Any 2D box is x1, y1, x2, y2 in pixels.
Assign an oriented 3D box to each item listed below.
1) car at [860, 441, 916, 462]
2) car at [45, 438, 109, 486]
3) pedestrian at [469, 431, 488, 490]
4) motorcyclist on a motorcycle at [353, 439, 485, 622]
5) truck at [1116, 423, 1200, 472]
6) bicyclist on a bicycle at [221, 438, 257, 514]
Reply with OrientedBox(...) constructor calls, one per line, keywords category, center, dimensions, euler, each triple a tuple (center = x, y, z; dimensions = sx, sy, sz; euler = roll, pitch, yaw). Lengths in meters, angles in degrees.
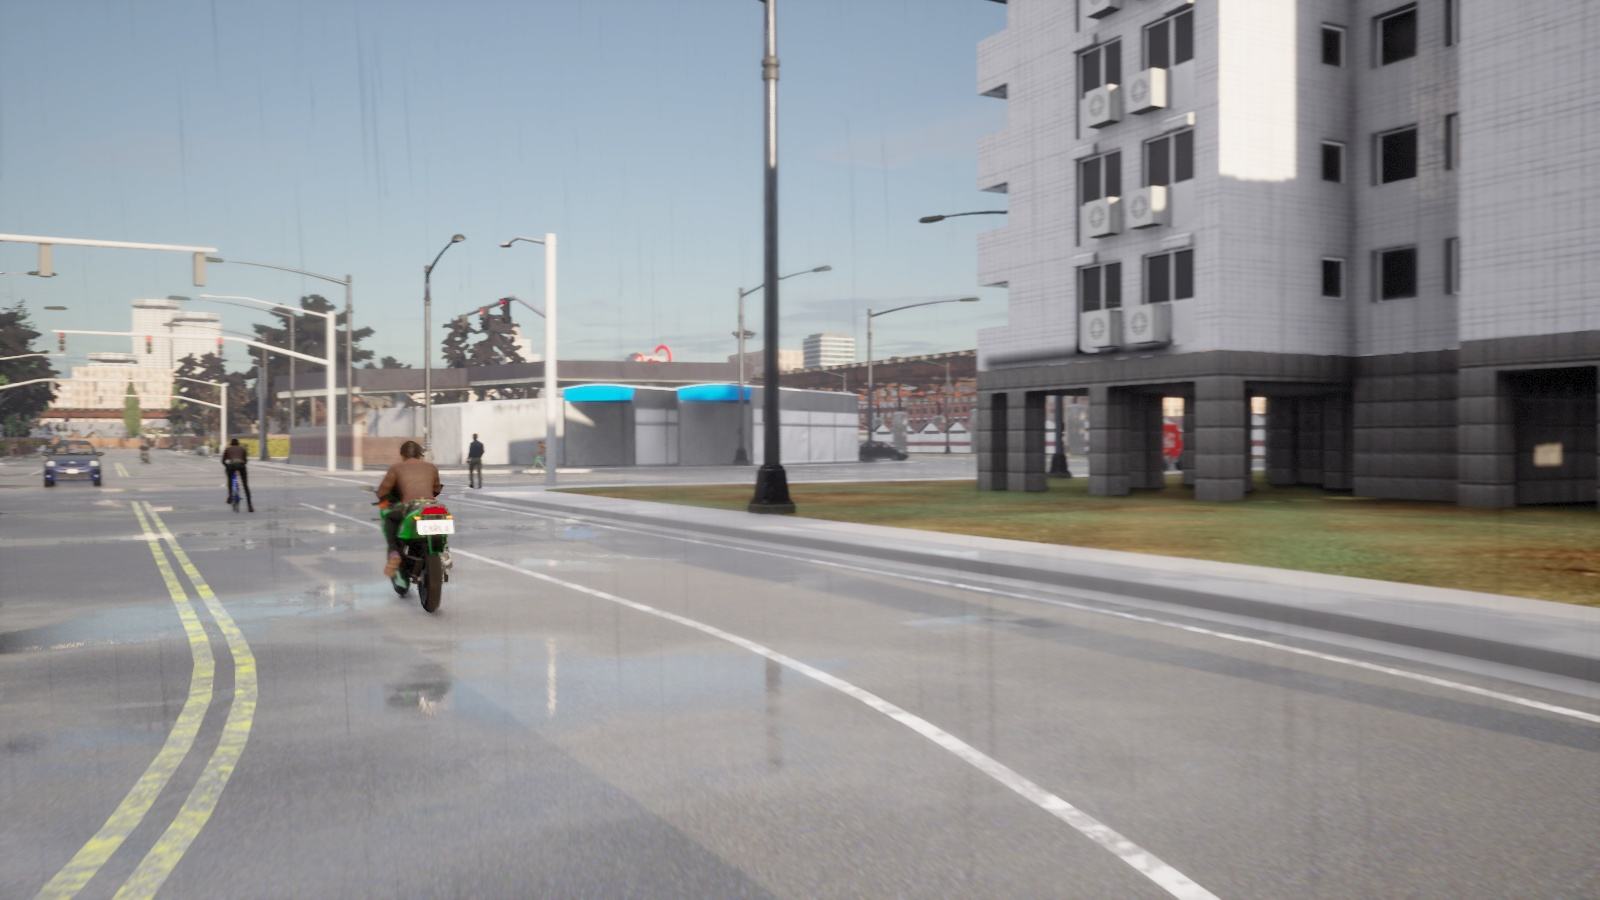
OrientedBox(category="car", center=(6.961, 0.077, 99.057), dimensions=(3.988, 1.617, 1.851), euler=(0, 0, 25))
OrientedBox(category="car", center=(-25.317, 0.386, 44.044), dimensions=(1.851, 1.617, 3.988), euler=(0, 0, -29))
OrientedBox(category="pedestrian", center=(-10.046, 0.316, 39.248), dimensions=(0.370, 1.835, 0.726), euler=(0, 0, -31))
OrientedBox(category="motorcyclist on a motorcycle", center=(-3.540, 0.667, 11.543), dimensions=(0.797, 1.523, 2.044), euler=(0, 0, -27))
OrientedBox(category="truck", center=(18.906, -0.133, 66.153), dimensions=(2.627, 2.467, 5.204), euler=(0, 0, 36))
OrientedBox(category="bicyclist on a bicycle", center=(-12.303, 0.555, 27.532), dimensions=(0.582, 1.620, 1.656), euler=(0, 0, -28))
